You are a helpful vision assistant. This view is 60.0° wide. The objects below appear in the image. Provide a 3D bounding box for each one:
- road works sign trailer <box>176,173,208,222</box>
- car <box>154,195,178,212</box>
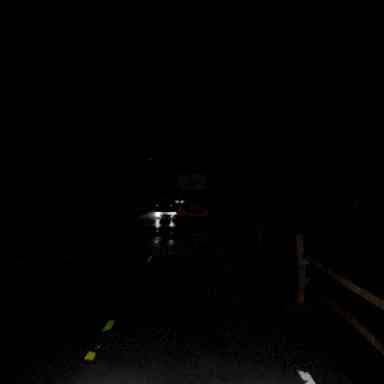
[{"bbox_3d":[-0.010,0.336,25.160,2.380,3.560,2.880,0,0,0],"label":"road works sign trailer"},{"bbox_3d":[-2.860,1.343,36.342,1.812,1.442,4.674,0,0,0],"label":"car"}]
